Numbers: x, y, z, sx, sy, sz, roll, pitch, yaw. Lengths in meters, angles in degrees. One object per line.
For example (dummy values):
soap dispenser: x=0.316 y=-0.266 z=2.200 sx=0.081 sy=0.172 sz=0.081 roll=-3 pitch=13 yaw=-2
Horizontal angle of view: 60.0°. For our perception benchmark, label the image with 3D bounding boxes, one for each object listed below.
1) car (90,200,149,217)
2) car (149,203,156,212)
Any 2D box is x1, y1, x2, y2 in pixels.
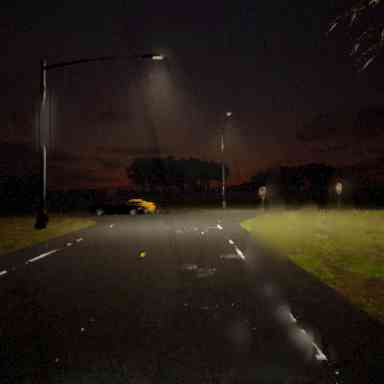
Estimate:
car: x=-6.897 y=1.478 z=30.983 sx=5.008 sy=1.535 sz=1.882 roll=0 pitch=-1 yaw=0
car: x=-6.658 y=1.639 z=37.978 sx=5.008 sy=1.535 sz=1.882 roll=-1 pitch=-1 yaw=0
